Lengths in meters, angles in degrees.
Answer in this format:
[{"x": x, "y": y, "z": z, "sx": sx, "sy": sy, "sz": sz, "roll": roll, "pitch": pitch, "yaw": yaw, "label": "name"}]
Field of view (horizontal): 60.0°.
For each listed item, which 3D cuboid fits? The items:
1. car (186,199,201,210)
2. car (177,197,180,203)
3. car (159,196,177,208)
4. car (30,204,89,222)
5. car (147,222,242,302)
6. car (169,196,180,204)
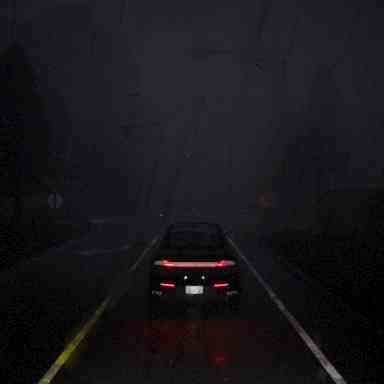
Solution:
[{"x": 0.193, "y": 1.595, "z": 42.549, "sx": 1.895, "sy": 1.301, "sz": 4.718, "roll": 0, "pitch": 0, "yaw": 0, "label": "car"}, {"x": -3.520, "y": 1.470, "z": 56.110, "sx": 1.882, "sy": 1.535, "sz": 5.008, "roll": 0, "pitch": 0, "yaw": 0, "label": "car"}, {"x": -3.530, "y": 1.519, "z": 46.821, "sx": 1.812, "sy": 1.442, "sz": 4.674, "roll": 0, "pitch": 0, "yaw": 0, "label": "car"}, {"x": -10.192, "y": 1.574, "z": 25.802, "sx": 4.181, "sy": 1.385, "sz": 1.994, "roll": 0, "pitch": 0, "yaw": -3, "label": "car"}, {"x": 0.064, "y": 1.490, "z": 8.222, "sx": 2.128, "sy": 1.511, "sz": 4.902, "roll": 0, "pitch": 0, "yaw": 1, "label": "car"}, {"x": -3.452, "y": 1.555, "z": 66.081, "sx": 1.994, "sy": 1.385, "sz": 4.181, "roll": 0, "pitch": 0, "yaw": 1, "label": "car"}]
